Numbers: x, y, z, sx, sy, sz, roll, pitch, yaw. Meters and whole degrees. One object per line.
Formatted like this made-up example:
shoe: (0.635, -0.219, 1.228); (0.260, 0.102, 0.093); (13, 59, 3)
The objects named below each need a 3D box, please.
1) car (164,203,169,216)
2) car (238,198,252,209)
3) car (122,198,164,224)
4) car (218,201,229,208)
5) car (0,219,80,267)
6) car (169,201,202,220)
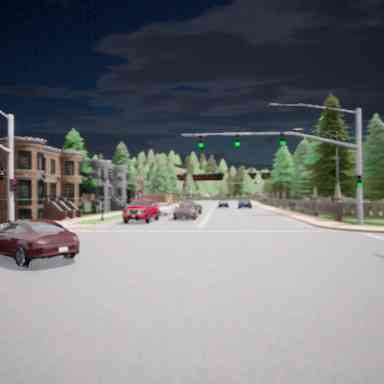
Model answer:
car: (-3.474, 1.968, 38.344); (1.812, 1.442, 4.674); (-1, -1, 6)
car: (8.583, 1.825, 54.362); (2.097, 1.767, 4.553); (-1, -1, 5)
car: (-4.293, 1.575, 28.985); (2.150, 2.045, 5.566); (-1, -1, 7)
car: (5.501, 2.149, 58.180); (1.895, 1.301, 4.718); (-1, -1, 5)
car: (-5.961, 1.722, 12.171); (4.674, 1.442, 1.812); (-1, -1, 38)
car: (-0.542, 1.694, 31.932); (2.097, 1.767, 4.553); (-1, -1, 5)
